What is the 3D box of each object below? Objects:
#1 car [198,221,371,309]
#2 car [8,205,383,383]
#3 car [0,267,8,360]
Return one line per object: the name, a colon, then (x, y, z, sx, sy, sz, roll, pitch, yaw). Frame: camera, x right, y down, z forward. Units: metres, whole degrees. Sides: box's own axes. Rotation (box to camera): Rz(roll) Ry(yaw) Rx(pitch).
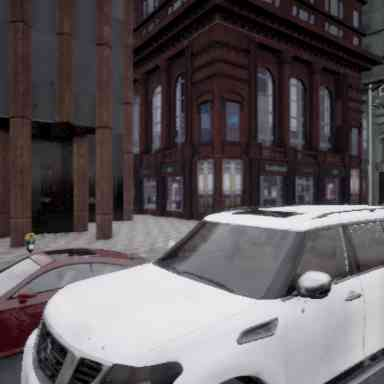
car: (2.454, 1.566, 8.400, 4.313, 1.339, 1.947, 0, 0, -36)
car: (1.041, 1.221, 4.120, 5.566, 2.045, 2.150, 0, 0, -35)
car: (-2.135, 1.582, 5.126, 4.206, 1.307, 1.802, 0, 0, -36)
